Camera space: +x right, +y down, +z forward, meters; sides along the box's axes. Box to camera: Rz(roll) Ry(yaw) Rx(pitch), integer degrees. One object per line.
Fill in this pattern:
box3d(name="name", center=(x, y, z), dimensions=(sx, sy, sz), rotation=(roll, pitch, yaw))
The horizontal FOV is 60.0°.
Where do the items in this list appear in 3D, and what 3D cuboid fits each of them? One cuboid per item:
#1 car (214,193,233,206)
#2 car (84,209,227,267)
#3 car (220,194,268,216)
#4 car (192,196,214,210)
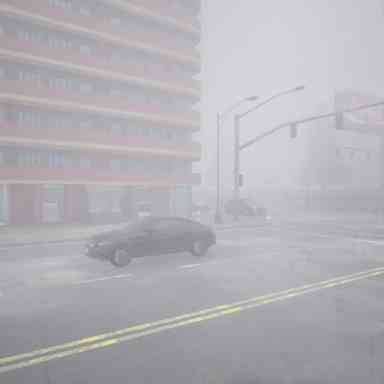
box3d(name="car", center=(4.667, 1.221, 52.325), dimensions=(2.150, 2.045, 5.566), rotation=(0, 0, -34))
box3d(name="car", center=(-1.288, 1.526, 11.517), dimensions=(4.674, 1.442, 1.812), rotation=(0, 0, -33))
box3d(name="car", center=(5.203, 1.352, 32.370), dimensions=(2.097, 1.767, 4.553), rotation=(0, 0, -34))
box3d(name="car", center=(0.223, 1.526, 39.793), dimensions=(1.812, 1.442, 4.674), rotation=(0, 0, -34))
